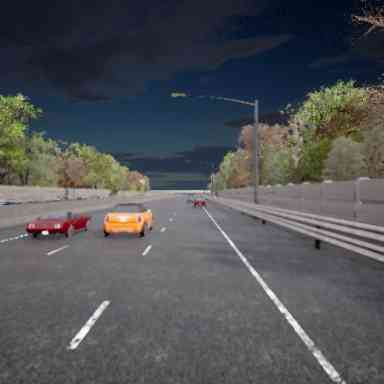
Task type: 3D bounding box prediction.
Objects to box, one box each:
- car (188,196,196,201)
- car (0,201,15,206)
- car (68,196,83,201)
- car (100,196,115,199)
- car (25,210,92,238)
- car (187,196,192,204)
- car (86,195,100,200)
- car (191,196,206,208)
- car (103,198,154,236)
[{"bbox_3d":[-0.012,1.801,90.087,2.033,1.411,5.357,0,0,0],"label":"car"},{"bbox_3d":[-17.598,1.586,30.331,1.812,1.442,4.674,0,0,0],"label":"car"},{"bbox_3d":[-24.509,1.649,69.897,1.882,1.535,5.008,0,0,0],"label":"car"},{"bbox_3d":[-17.509,1.617,70.933,1.837,1.490,4.892,0,0,0],"label":"car"},{"bbox_3d":[-6.903,1.636,17.865,1.895,1.301,4.718,0,0,0],"label":"car"},{"bbox_3d":[-0.009,1.527,70.094,2.097,1.767,4.553,0,0,0],"label":"car"},{"bbox_3d":[-21.009,1.472,70.963,2.097,1.767,4.553,0,0,0],"label":"car"},{"bbox_3d":[1.218,1.599,51.343,1.882,1.535,5.008,0,0,0],"label":"car"},{"bbox_3d":[-3.402,1.389,18.598,2.097,1.767,4.553,0,0,0],"label":"car"}]
